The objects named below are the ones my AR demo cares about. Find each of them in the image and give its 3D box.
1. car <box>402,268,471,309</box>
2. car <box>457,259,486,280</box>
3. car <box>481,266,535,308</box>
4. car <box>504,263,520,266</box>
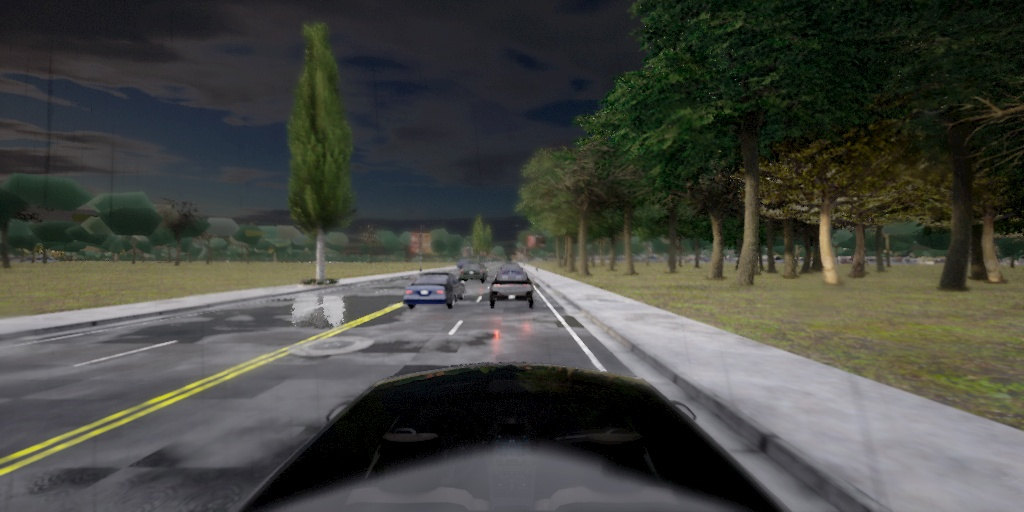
[{"bbox_3d":[-3.255,1.430,15.838,2.033,1.411,5.357,0,-1,0],"label":"car"},{"bbox_3d":[-3.261,1.382,30.926,2.097,1.767,4.553,0,-1,0],"label":"car"},{"bbox_3d":[-0.002,1.377,16.141,2.128,1.511,4.902,0,0,0],"label":"car"},{"bbox_3d":[-0.011,1.382,30.921,2.097,1.767,4.553,0,-1,0],"label":"car"}]
